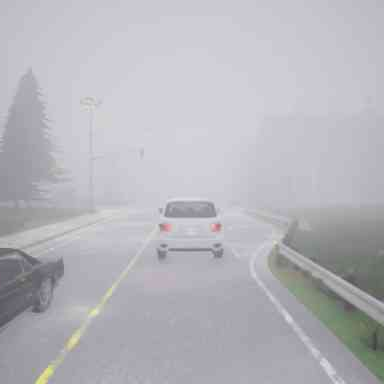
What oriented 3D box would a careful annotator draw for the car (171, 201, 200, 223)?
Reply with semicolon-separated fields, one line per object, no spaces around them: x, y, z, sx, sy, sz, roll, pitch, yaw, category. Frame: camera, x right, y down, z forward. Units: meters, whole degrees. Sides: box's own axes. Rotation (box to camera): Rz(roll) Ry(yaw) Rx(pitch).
-0.519;1.470;26.276;2.033;1.411;5.357;0;0;-2;car

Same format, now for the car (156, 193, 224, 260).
-0.102;1.187;12.498;2.150;2.045;5.566;0;0;-1;car

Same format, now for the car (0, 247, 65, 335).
-3.614;1.588;4.841;1.895;1.301;4.718;0;0;0;car
